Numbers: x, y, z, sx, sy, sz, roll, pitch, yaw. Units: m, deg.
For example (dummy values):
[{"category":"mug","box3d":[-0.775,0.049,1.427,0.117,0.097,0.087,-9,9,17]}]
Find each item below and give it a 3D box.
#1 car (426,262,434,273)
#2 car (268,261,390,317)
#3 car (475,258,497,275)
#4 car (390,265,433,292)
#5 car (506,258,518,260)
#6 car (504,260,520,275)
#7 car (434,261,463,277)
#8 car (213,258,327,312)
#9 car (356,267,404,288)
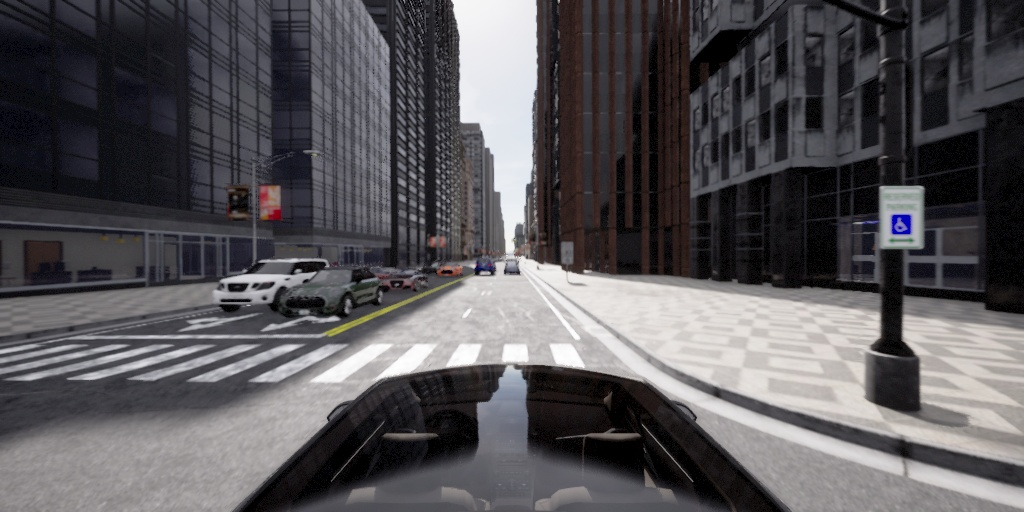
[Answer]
[{"category":"car","box3d":[-9.815,1.523,44.730,1.882,1.535,5.008,0,0,0]},{"category":"car","box3d":[-6.605,1.212,13.649,2.097,1.767,4.553,0,0,0]},{"category":"car","box3d":[-3.270,1.221,43.607,2.150,2.045,5.566,0,0,0]},{"category":"car","box3d":[-6.603,1.471,22.583,1.994,1.385,4.181,0,0,0]},{"category":"car","box3d":[-0.020,1.256,54.030,2.150,2.045,5.566,0,0,0]},{"category":"car","box3d":[-0.017,1.546,43.992,1.994,1.385,4.181,0,0,0]},{"category":"car","box3d":[-6.597,1.345,38.651,2.097,1.767,4.553,0,0,0]},{"category":"car","box3d":[-9.854,1.112,15.526,2.150,2.045,5.566,0,0,0]},{"category":"car","box3d":[-9.853,1.553,27.187,1.895,1.301,4.718,0,0,0]}]
